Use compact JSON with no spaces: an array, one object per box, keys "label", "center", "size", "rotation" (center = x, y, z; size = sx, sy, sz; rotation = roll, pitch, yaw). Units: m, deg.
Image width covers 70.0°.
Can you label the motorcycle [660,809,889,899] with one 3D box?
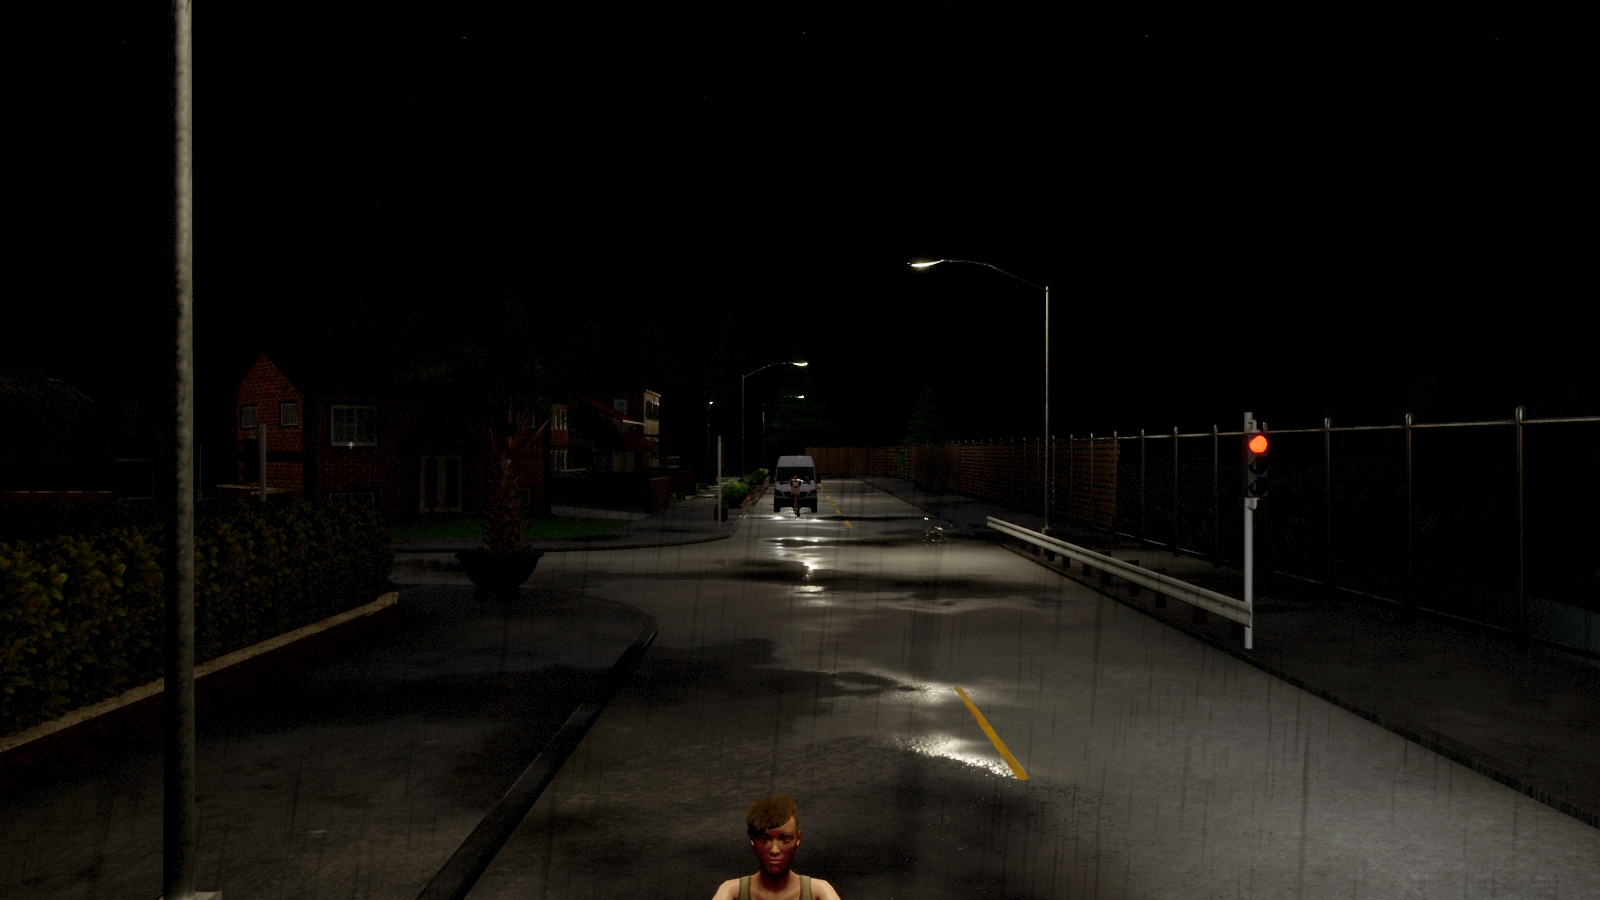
[{"label":"motorcycle","center":[-0.084,2.157,3.590],"size":[0.764,1.307,2.356],"rotation":[0,0,-1]}]
